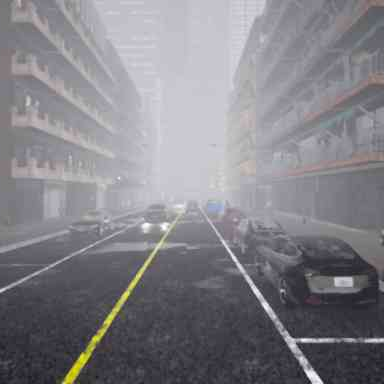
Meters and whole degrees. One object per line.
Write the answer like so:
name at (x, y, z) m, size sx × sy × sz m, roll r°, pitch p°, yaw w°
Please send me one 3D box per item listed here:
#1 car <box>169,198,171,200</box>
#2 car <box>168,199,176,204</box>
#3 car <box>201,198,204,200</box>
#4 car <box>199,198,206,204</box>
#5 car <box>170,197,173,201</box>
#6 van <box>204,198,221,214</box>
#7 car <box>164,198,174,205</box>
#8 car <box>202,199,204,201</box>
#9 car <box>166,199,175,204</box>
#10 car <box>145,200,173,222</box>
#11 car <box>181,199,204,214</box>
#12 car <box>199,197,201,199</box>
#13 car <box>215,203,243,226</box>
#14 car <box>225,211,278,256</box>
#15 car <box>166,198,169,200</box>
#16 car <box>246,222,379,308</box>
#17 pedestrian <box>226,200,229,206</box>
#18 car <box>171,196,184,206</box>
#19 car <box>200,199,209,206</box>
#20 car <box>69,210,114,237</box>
car at (-5.624, 2.217, 64.025) m, size 1.887 × 1.381 × 4.507 m, roll -1°, pitch -1°, yaw 0°
car at (-5.591, 2.522, 92.033) m, size 2.008 × 1.369 × 4.403 m, roll -1°, pitch -1°, yaw 0°
car at (2.743, 2.097, 52.782) m, size 1.887 × 1.381 × 4.507 m, roll -1°, pitch -1°, yaw 0°
car at (2.790, 2.498, 92.164) m, size 1.752 × 1.417 × 4.829 m, roll -1°, pitch -1°, yaw 0°
car at (-5.617, 2.313, 69.626) m, size 1.802 × 1.307 × 4.206 m, roll -1°, pitch -1°, yaw 0°
van at (2.727, 1.776, 41.581) m, size 1.690 × 1.788 × 3.998 m, roll -1°, pitch -1°, yaw 0°
car at (-5.605, 2.291, 80.831) m, size 1.967 × 1.590 × 4.097 m, roll -1°, pitch -1°, yaw 0°
car at (2.737, 2.044, 47.180) m, size 2.008 × 1.369 × 4.403 m, roll -1°, pitch -1°, yaw 0°
car at (-5.597, 2.477, 86.430) m, size 1.947 × 1.339 × 4.313 m, roll -1°, pitch -1°, yaw 0°
car at (-3.062, 1.790, 29.865) m, size 1.882 × 1.535 × 5.008 m, roll 0°, pitch -1°, yaw 0°
car at (0.090, 1.986, 41.913) m, size 2.033 × 1.411 × 5.357 m, roll 0°, pitch -1°, yaw 1°
car at (0.069, 1.955, 57.508) m, size 2.097 × 1.767 × 4.553 m, roll 0°, pitch -1°, yaw 0°
car at (3.031, 1.794, 25.584) m, size 1.812 × 1.442 × 4.674 m, roll 0°, pitch -1°, yaw 0°
car at (2.696, 1.693, 13.571) m, size 2.008 × 1.369 × 4.403 m, roll -1°, pitch -1°, yaw 0°
car at (-5.631, 2.178, 58.422) m, size 1.947 × 1.339 × 4.313 m, roll -1°, pitch -1°, yaw 0°
car at (2.689, 1.650, 7.968) m, size 1.947 × 1.339 × 4.313 m, roll -1°, pitch -1°, yaw 0°
pedestrian at (3.034, 1.591, 28.411) m, size 0.375 × 1.860 × 0.375 m, roll -1°, pitch 0°, yaw -3°
car at (-2.914, 1.978, 71.873) m, size 2.150 × 2.045 × 5.566 m, roll 0°, pitch -1°, yaw 0°
car at (2.770, 2.341, 75.189) m, size 2.008 × 1.369 × 4.403 m, roll -1°, pitch -1°, yaw 0°
car at (-5.677, 1.752, 19.211) m, size 2.008 × 1.369 × 4.403 m, roll -1°, pitch -1°, yaw 0°
